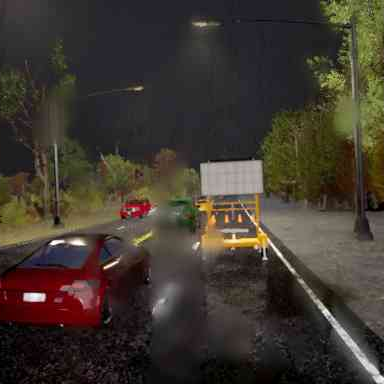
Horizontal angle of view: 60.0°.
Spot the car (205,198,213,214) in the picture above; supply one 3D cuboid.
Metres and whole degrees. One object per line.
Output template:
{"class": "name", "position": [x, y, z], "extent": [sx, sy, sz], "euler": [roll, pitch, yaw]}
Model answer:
{"class": "car", "position": [1.359, 1.630, 38.130], "extent": [1.882, 1.535, 5.008], "euler": [-3, 0, 7]}

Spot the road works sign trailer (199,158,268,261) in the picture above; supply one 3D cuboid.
{"class": "road works sign trailer", "position": [1.559, 0.537, 12.744], "extent": [2.380, 3.560, 2.880], "euler": [-3, 0, 7]}

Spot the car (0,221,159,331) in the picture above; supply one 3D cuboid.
{"class": "car", "position": [-2.167, 1.564, 7.019], "extent": [1.994, 1.385, 4.181], "euler": [0, 0, 6]}

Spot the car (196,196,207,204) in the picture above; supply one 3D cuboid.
{"class": "car", "position": [2.029, 1.706, 71.397], "extent": [1.812, 1.442, 4.674], "euler": [-3, 0, 7]}

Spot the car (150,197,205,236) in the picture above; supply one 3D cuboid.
{"class": "car", "position": [-0.704, 1.420, 20.425], "extent": [2.150, 2.045, 5.566], "euler": [-3, 0, 6]}

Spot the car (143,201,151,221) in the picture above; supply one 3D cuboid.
{"class": "car", "position": [-2.880, 1.851, 31.530], "extent": [1.812, 1.442, 4.674], "euler": [-3, 0, 7]}

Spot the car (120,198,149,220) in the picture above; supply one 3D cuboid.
{"class": "car", "position": [-5.784, 1.683, 34.887], "extent": [2.150, 2.045, 5.566], "euler": [-3, 0, 7]}

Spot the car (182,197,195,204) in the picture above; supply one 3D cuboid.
{"class": "car", "position": [-0.777, 1.844, 75.113], "extent": [2.033, 1.411, 5.357], "euler": [-3, 0, 7]}
